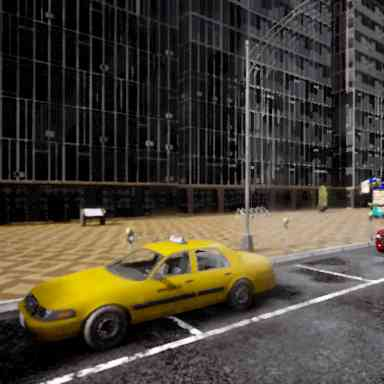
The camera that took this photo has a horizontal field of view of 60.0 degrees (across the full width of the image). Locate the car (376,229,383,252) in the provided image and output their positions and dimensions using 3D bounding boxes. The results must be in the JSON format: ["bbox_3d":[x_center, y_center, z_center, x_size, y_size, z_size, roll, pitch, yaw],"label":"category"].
[{"bbox_3d":[8.862,1.603,12.909,4.507,1.381,1.887,0,0,-36],"label":"car"}]

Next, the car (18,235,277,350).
[{"bbox_3d":[-0.495,1.537,6.214,4.829,1.417,1.752,0,0,-36],"label":"car"}]
